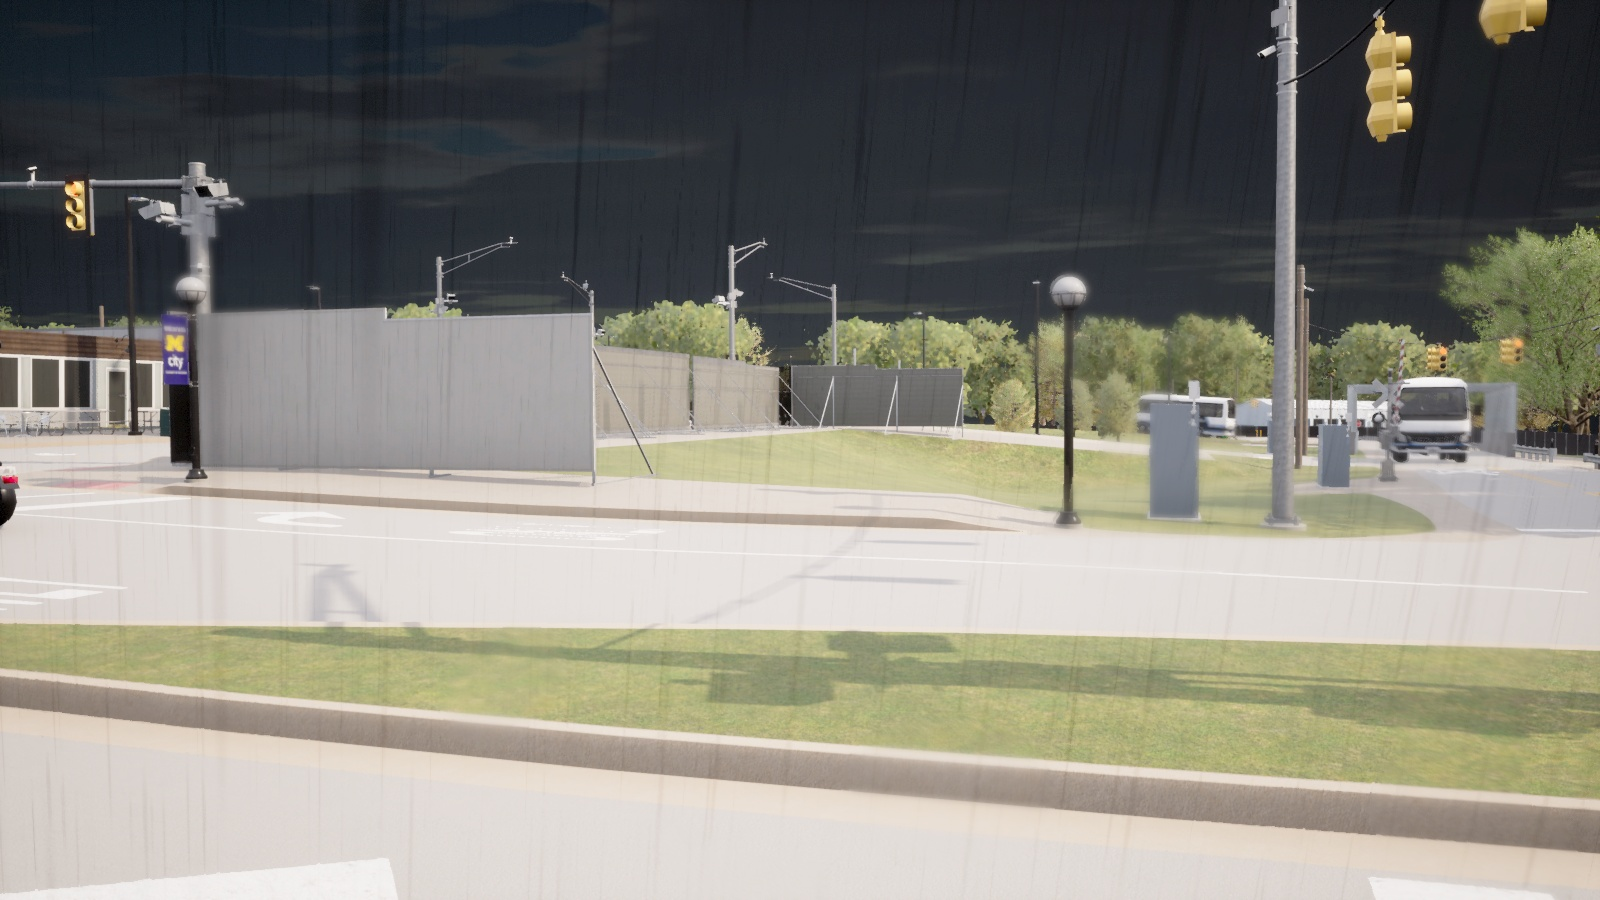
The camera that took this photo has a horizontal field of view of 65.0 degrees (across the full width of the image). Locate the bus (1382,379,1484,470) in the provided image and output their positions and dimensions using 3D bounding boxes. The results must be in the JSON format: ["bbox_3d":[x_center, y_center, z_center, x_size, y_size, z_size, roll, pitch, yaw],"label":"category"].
[{"bbox_3d":[32.018,-1.270,63.942,3.944,4.253,10.273,1,1,23],"label":"bus"}]

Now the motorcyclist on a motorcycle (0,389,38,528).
[{"bbox_3d":[-10.608,0.053,15.368,2.350,1.649,0.766,2,2,15],"label":"motorcyclist on a motorcycle"}]
